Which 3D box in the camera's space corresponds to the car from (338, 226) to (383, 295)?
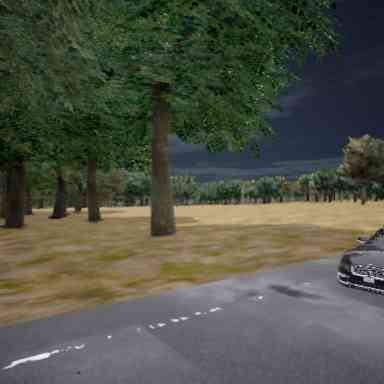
[{"bbox_3d":[5.464,1.497,8.081,4.892,1.490,1.837,0,0,-37],"label":"car"}]
